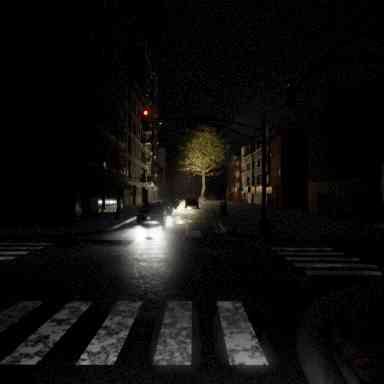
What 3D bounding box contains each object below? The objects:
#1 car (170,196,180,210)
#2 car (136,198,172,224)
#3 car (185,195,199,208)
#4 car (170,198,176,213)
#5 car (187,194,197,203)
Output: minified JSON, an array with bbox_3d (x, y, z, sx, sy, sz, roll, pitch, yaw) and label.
[{"bbox_3d":[-2.925,1.542,43.141,1.994,1.385,4.181,0,0,0],"label":"car"},{"bbox_3d":[-2.908,1.479,24.744,2.128,1.511,4.902,0,0,0],"label":"car"},{"bbox_3d":[-0.022,1.454,48.249,1.882,1.535,5.008,0,0,0],"label":"car"},{"bbox_3d":[-2.933,1.582,33.955,1.895,1.301,4.718,0,0,0],"label":"car"},{"bbox_3d":[-0.070,1.330,69.350,2.097,1.767,4.553,0,0,0],"label":"car"}]
